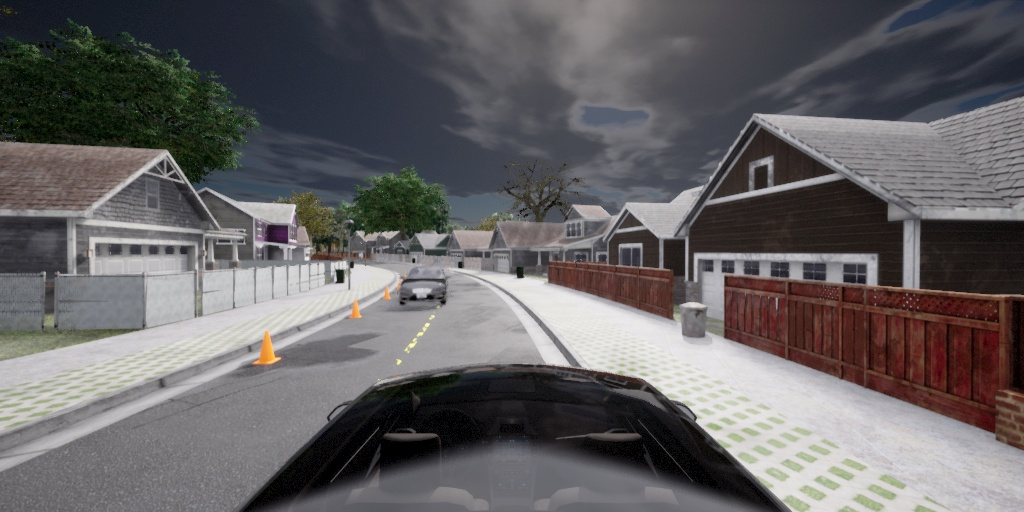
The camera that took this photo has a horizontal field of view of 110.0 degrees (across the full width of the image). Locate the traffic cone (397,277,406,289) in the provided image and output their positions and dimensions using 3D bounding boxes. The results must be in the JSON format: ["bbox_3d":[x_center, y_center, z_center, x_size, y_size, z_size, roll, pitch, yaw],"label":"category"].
[{"bbox_3d":[-6.648,1.643,21.267,0.340,0.580,0.340,0,0,-12],"label":"traffic cone"}]

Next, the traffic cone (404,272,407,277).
[{"bbox_3d":[-7.773,1.619,26.019,0.340,0.580,0.340,0,0,-15],"label":"traffic cone"}]

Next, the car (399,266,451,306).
[{"bbox_3d":[-3.739,1.206,15.752,2.128,1.511,4.902,0,0,-9],"label":"car"}]

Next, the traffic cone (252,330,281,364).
[{"bbox_3d":[-4.623,1.701,6.767,0.340,0.580,0.340,0,0,-4],"label":"traffic cone"}]

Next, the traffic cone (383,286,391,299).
[{"bbox_3d":[-5.748,1.667,16.467,0.340,0.580,0.340,0,0,-9],"label":"traffic cone"}]

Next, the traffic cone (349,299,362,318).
[{"bbox_3d":[-5.072,1.689,11.630,0.340,0.580,0.340,0,0,-7],"label":"traffic cone"}]
